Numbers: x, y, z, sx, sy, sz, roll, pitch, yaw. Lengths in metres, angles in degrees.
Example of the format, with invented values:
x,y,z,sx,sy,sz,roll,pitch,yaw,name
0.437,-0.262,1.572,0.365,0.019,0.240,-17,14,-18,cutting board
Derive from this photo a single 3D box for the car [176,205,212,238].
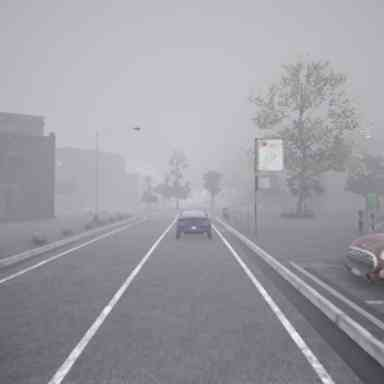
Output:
x,y,z,sx,sy,sz,roll,pitch,yaw,name
0.093,1.686,19.007,1.882,1.535,5.008,0,-1,0,car

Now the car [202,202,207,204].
x,y,z,sx,sy,sz,roll,pitch,yaw,name
0.343,2.106,35.417,1.837,1.490,4.892,0,-1,4,car

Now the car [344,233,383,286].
x,y,z,sx,sy,sz,roll,pitch,yaw,name
6.216,1.333,8.074,4.553,1.767,2.185,0,0,-1,car
